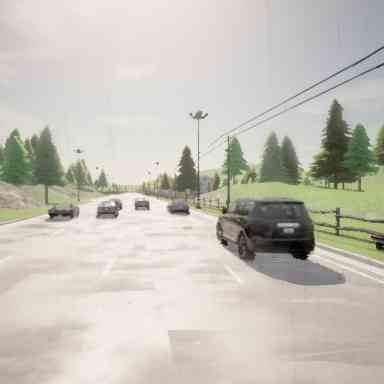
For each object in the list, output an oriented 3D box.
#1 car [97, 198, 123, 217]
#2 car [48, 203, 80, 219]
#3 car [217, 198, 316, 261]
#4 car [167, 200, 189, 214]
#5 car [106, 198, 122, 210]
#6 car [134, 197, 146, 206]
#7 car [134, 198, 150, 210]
[{"bbox_3d":[-7.916,1.548,31.482,2.033,1.411,5.357,0,0,-10],"label":"car"},{"bbox_3d":[-11.030,1.601,29.021,1.895,1.301,4.718,0,0,-10],"label":"car"},{"bbox_3d":[2.475,1.223,12.472,2.150,2.045,5.566,0,0,-8],"label":"car"},{"bbox_3d":[-1.510,1.564,35.390,1.994,1.385,4.181,0,0,-10],"label":"car"},{"bbox_3d":[-10.042,1.526,43.275,1.812,1.442,4.674,0,0,-10],"label":"car"},{"bbox_3d":[-8.863,1.601,56.478,1.895,1.301,4.718,0,0,-10],"label":"car"},{"bbox_3d":[-6.586,1.492,43.830,2.128,1.511,4.902,0,0,-10],"label":"car"}]
